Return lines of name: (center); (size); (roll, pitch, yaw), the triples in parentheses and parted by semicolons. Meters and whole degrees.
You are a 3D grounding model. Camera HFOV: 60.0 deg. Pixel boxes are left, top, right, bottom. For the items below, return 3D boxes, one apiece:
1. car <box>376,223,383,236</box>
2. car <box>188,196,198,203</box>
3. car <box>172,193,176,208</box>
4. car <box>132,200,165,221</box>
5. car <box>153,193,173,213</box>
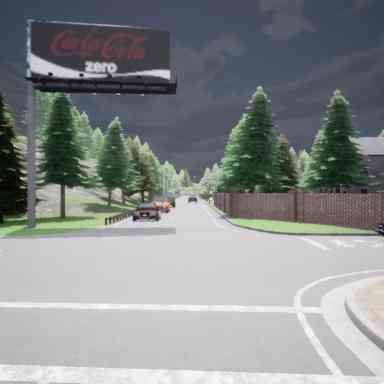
car: (11.457, 1.777, 15.722); (4.718, 1.301, 1.895); (0, 0, 1)
car: (0.150, 1.505, 68.785); (1.837, 1.490, 4.892); (0, 0, 0)
car: (-3.558, 1.223, 48.362); (2.150, 2.045, 5.566); (0, 0, -1)
car: (-3.553, 1.564, 26.821); (1.994, 1.385, 4.181); (0, 0, -1)
car: (-3.574, 1.352, 36.912); (2.097, 1.767, 4.553); (0, 0, 0)
